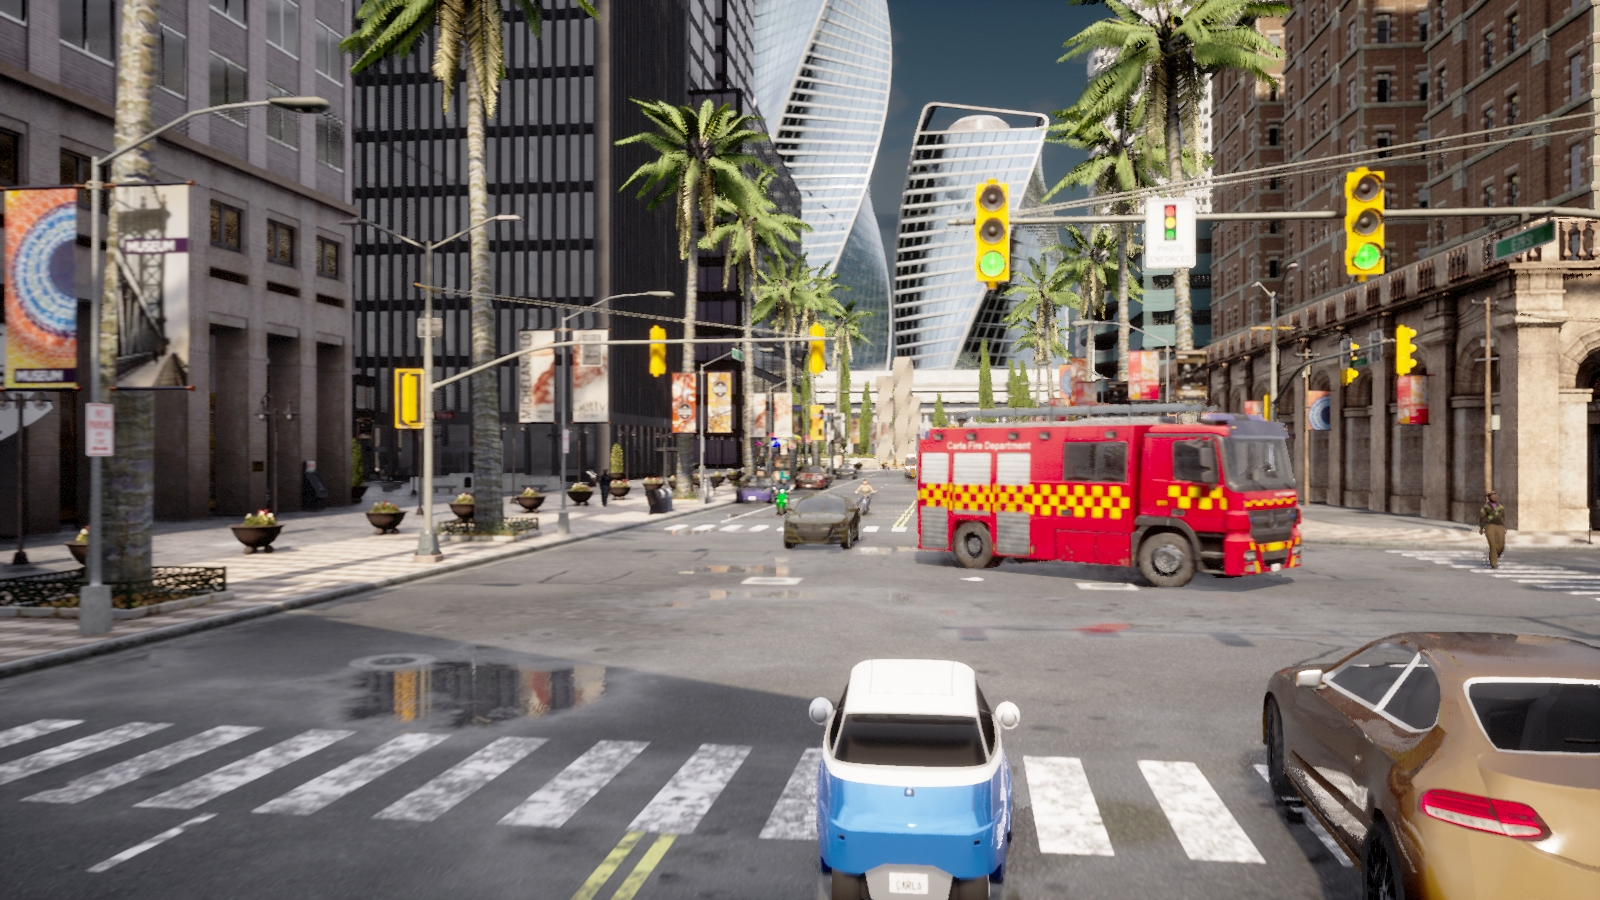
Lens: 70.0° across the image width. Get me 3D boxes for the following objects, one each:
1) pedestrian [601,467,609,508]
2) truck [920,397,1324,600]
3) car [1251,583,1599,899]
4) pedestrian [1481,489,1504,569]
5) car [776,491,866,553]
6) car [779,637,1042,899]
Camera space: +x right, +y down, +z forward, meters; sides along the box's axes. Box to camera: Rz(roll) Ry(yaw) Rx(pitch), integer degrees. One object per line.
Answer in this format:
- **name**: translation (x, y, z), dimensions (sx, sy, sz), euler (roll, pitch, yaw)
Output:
- **pedestrian**: translation (-9.049, 1.734, 52.982), dimensions (0.375, 1.860, 0.375), euler (0, 0, -13)
- **truck**: translation (6.845, 0.912, 25.653), dimensions (2.891, 3.827, 8.468), euler (0, 0, -43)
- **car**: translation (4.483, 1.999, 7.429), dimensions (2.152, 1.651, 5.027), euler (0, 0, 13)
- **pedestrian**: translation (16.406, 1.872, 27.080), dimensions (0.375, 1.860, 0.375), euler (0, 0, 14)
- **car**: translation (0.709, 2.060, 34.023), dimensions (2.097, 1.535, 5.006), euler (0, 0, 8)
- **car**: translation (0.741, 2.126, 7.556), dimensions (1.481, 1.376, 2.207), euler (0, 1, 7)
